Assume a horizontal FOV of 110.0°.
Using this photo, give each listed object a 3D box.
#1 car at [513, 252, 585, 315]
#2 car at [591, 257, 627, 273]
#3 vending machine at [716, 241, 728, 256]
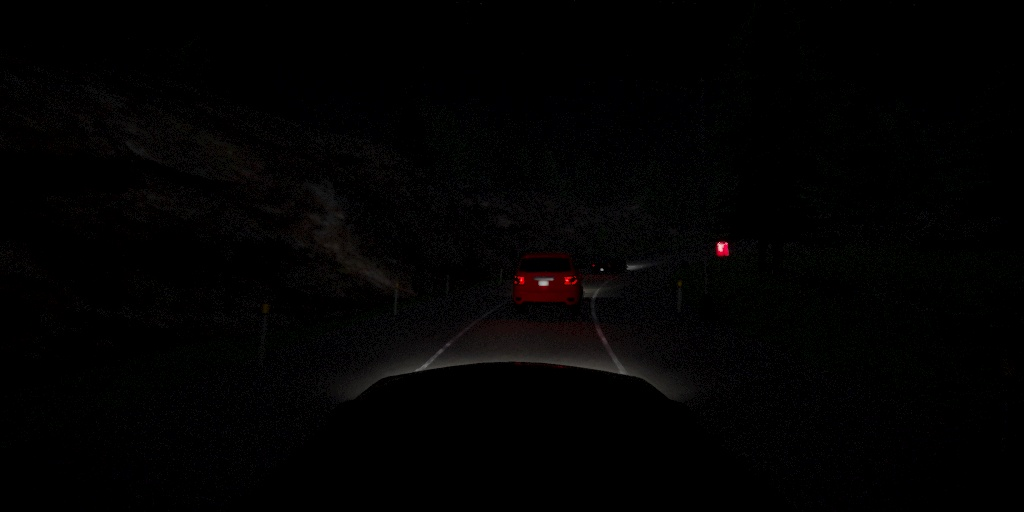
[{"bbox_3d":[1.513,0.877,13.439,2.150,2.045,5.566,-1,1,12],"label":"car"},{"bbox_3d":[8.256,0.696,30.216,1.895,1.301,4.718,-1,2,31],"label":"car"},{"bbox_3d":[24.082,-1.090,40.933,0.880,2.100,1.100,0,0,-38],"label":"vending machine"}]
